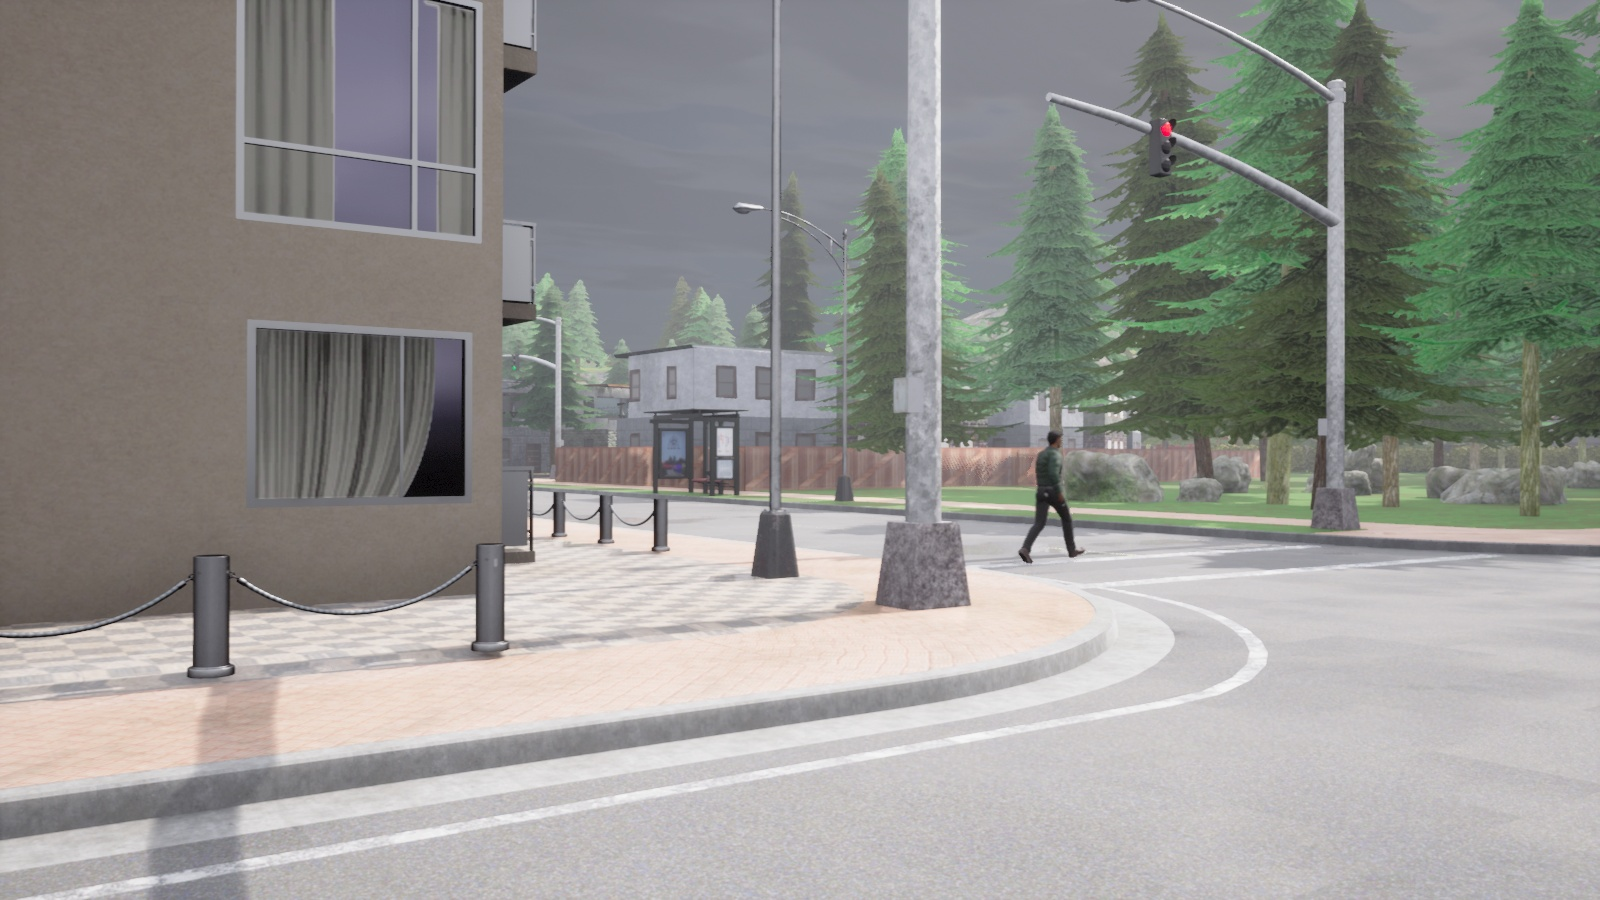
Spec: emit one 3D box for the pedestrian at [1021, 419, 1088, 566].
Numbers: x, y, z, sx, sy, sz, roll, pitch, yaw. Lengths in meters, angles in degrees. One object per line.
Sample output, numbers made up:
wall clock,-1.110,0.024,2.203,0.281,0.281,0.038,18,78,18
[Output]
pedestrian,3.447,0.567,17.029,0.788,1.949,0.423,0,0,-27
